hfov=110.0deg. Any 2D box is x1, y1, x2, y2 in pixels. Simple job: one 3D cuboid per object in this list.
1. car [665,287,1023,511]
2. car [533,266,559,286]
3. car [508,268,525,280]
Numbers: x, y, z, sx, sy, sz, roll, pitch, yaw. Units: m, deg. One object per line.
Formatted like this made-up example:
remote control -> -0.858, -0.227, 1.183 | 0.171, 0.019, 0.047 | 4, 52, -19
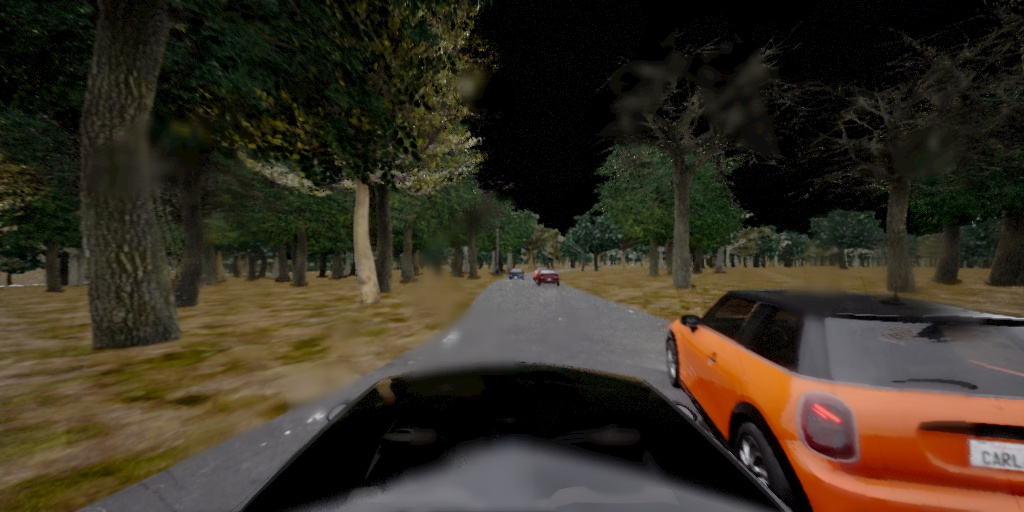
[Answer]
car -> 3.163, 1.136, 4.015 | 2.097, 1.767, 4.553 | 0, -1, 13
car -> 3.204, 1.891, 32.928 | 1.882, 1.535, 5.008 | 0, -1, 1
car -> 0.618, 2.230, 44.658 | 2.033, 1.411, 5.357 | 0, -1, 4
